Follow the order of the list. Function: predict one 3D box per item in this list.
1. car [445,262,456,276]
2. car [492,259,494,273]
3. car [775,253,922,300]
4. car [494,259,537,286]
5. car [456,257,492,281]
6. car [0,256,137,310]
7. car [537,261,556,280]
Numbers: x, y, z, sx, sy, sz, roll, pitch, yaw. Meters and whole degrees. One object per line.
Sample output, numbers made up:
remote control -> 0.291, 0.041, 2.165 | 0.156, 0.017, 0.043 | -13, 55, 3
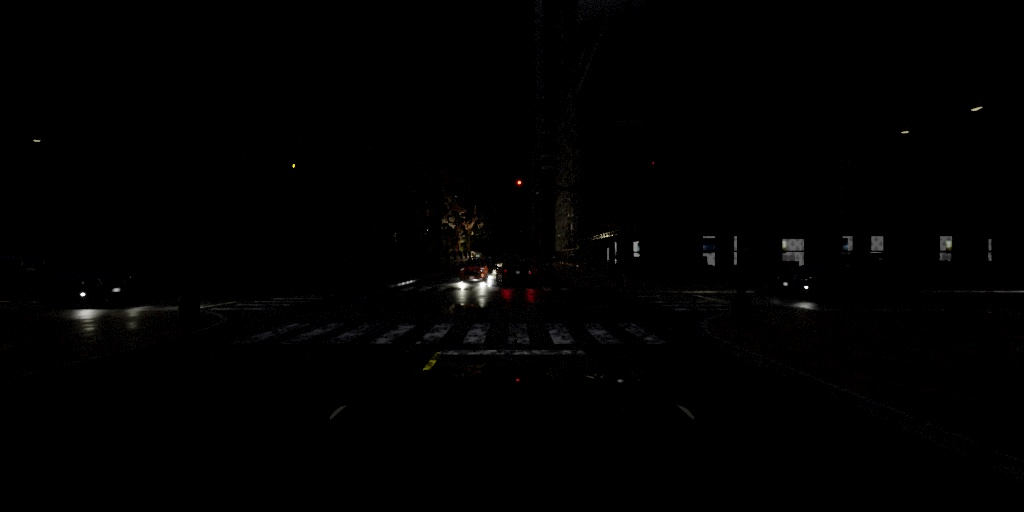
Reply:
car -> -5.706, 1.297, 36.535 | 1.888, 1.381, 4.507 | 0, 0, 0
car -> -3.115, 1.353, 39.822 | 1.895, 1.301, 4.718 | 0, 0, 0
car -> 15.696, 0.918, 16.895 | 5.566, 2.045, 2.150 | -1, 0, 1
car -> 0.132, 1.103, 25.320 | 2.097, 1.767, 4.553 | 0, 0, -7
car -> -3.112, 1.104, 30.034 | 2.097, 1.767, 4.553 | 0, 0, 0
car -> -18.583, 1.016, 14.398 | 5.566, 2.045, 2.150 | 0, 0, 1
car -> 2.678, 1.191, 30.861 | 1.967, 1.591, 4.097 | 0, 0, 0
